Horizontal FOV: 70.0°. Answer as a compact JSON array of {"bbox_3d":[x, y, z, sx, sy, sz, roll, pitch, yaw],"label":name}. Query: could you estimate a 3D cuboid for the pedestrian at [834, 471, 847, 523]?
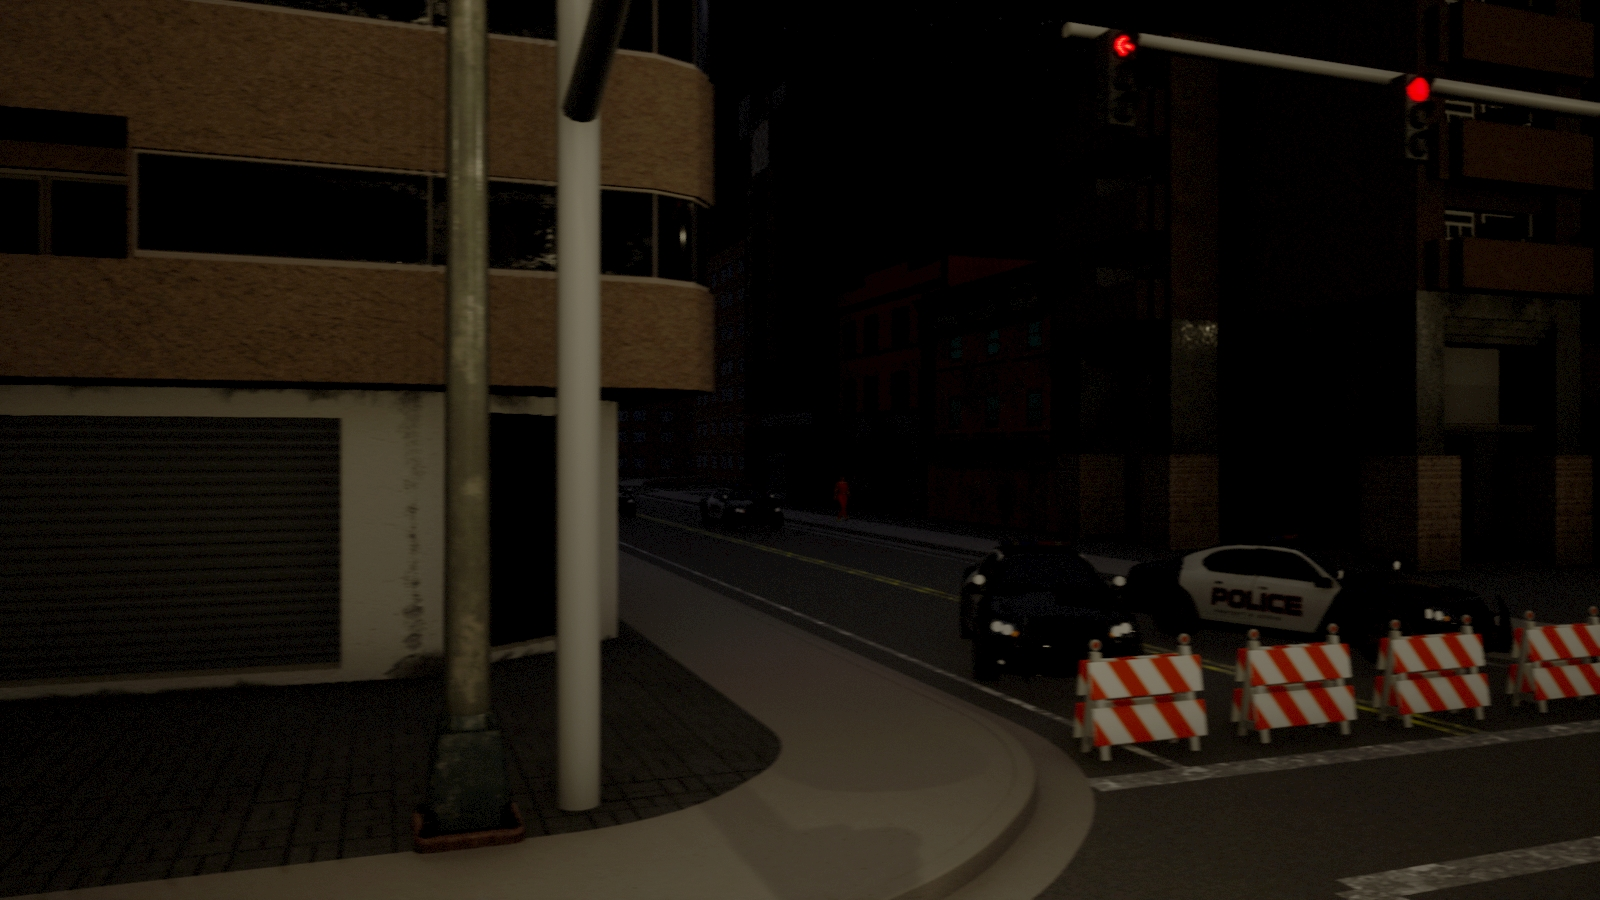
[{"bbox_3d":[1.463,1.700,41.167,0.375,1.860,0.375,0,0,-21],"label":"pedestrian"}]
